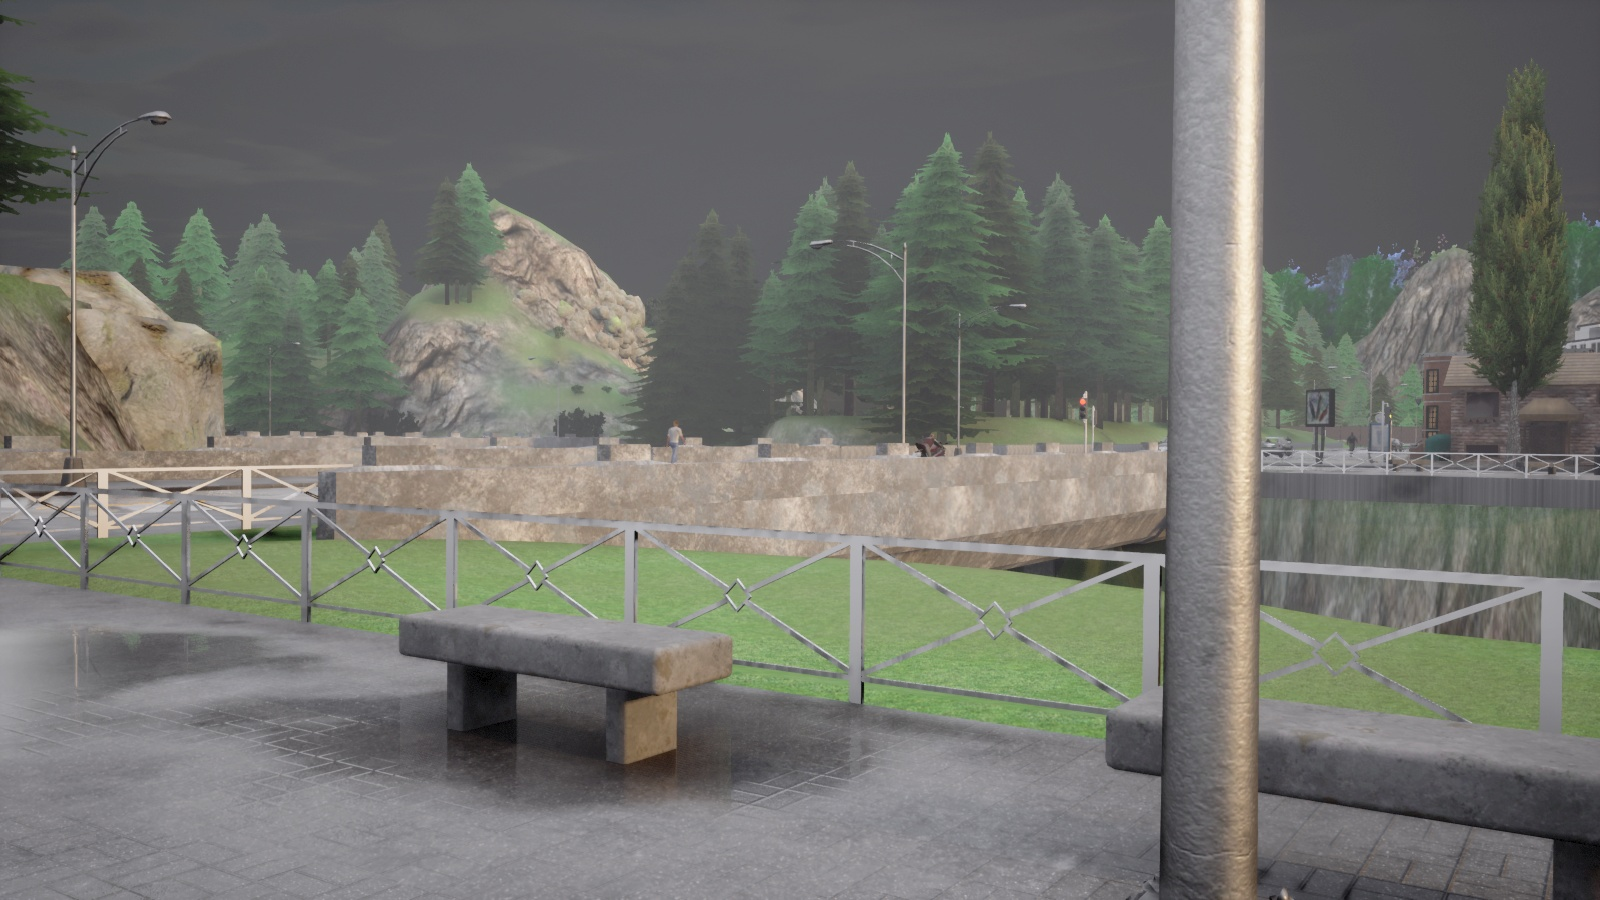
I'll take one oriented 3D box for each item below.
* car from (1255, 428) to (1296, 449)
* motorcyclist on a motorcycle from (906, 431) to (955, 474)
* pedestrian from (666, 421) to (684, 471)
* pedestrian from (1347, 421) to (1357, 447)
[{"bbox_3d":[34.659,-0.866,91.515,1.970,1.475,3.806,0,1,34],"label":"car"},{"bbox_3d":[4.851,0.086,46.644,0.866,1.530,2.191,0,1,34],"label":"motorcyclist on a motorcycle"},{"bbox_3d":[-4.680,-0.159,47.080,0.354,1.836,0.706,0,1,27],"label":"pedestrian"},{"bbox_3d":[39.230,-1.137,89.271,0.563,1.883,0.849,0,1,17],"label":"pedestrian"}]
